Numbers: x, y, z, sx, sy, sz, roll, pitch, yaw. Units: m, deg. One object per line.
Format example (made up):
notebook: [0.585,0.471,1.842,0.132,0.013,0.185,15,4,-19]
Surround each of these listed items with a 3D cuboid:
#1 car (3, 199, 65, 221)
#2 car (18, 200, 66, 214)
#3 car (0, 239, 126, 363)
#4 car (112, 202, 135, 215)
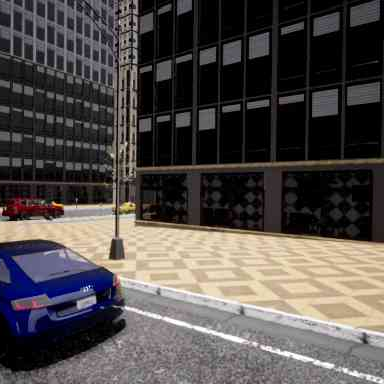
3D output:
car: [-13.778,1.520,29.147,2.192,1.841,5.009,1,0,36]
car: [-17.308,1.643,38.510,1.752,1.417,4.829,1,0,36]
car: [-3.181,1.561,5.935,4.181,1.385,1.994,0,0,34]
car: [-7.013,1.830,38.383,1.752,1.417,4.829,1,0,36]
